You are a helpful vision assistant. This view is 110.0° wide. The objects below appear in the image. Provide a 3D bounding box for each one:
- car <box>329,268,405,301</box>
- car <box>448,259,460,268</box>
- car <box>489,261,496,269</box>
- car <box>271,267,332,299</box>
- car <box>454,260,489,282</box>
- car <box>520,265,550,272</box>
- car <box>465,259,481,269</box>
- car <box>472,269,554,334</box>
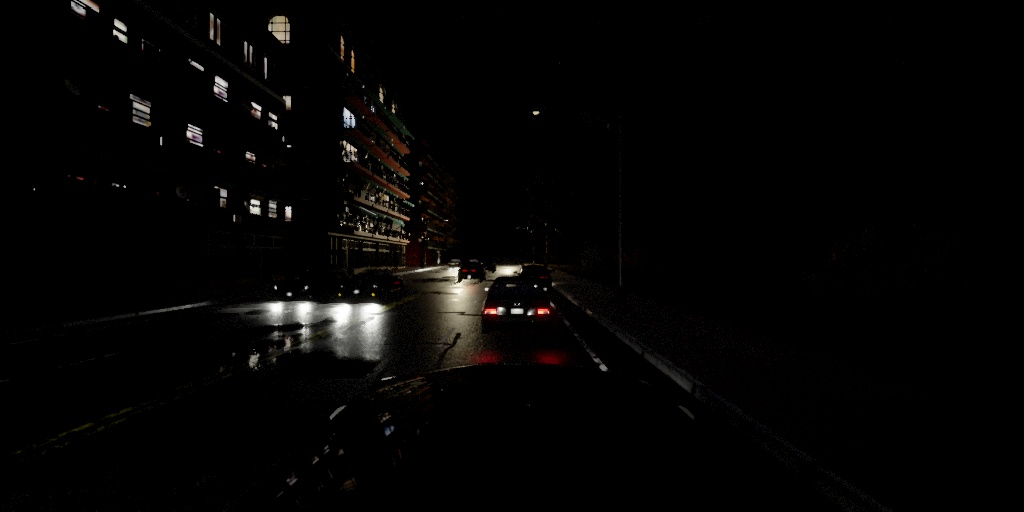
[{"bbox_3d":[-6.571,1.316,17.136,1.994,1.385,4.181,0,0,0],"label":"car"},{"bbox_3d":[-9.707,1.243,61.471,2.128,1.511,4.902,0,0,0],"label":"car"},{"bbox_3d":[-3.070,1.315,44.772,1.994,1.385,4.181,0,0,0],"label":"car"},{"bbox_3d":[-9.820,1.299,18.464,2.033,1.411,5.357,0,0,0],"label":"car"},{"bbox_3d":[-3.100,1.257,28.499,1.837,1.490,4.892,0,0,0],"label":"car"},{"bbox_3d":[1.172,1.257,20.314,1.837,1.490,4.892,0,0,0],"label":"car"},{"bbox_3d":[-6.468,1.298,60.100,2.033,1.411,5.357,0,0,0],"label":"car"},{"bbox_3d":[0.117,1.299,10.626,2.033,1.411,5.357,0,0,0],"label":"car"}]
